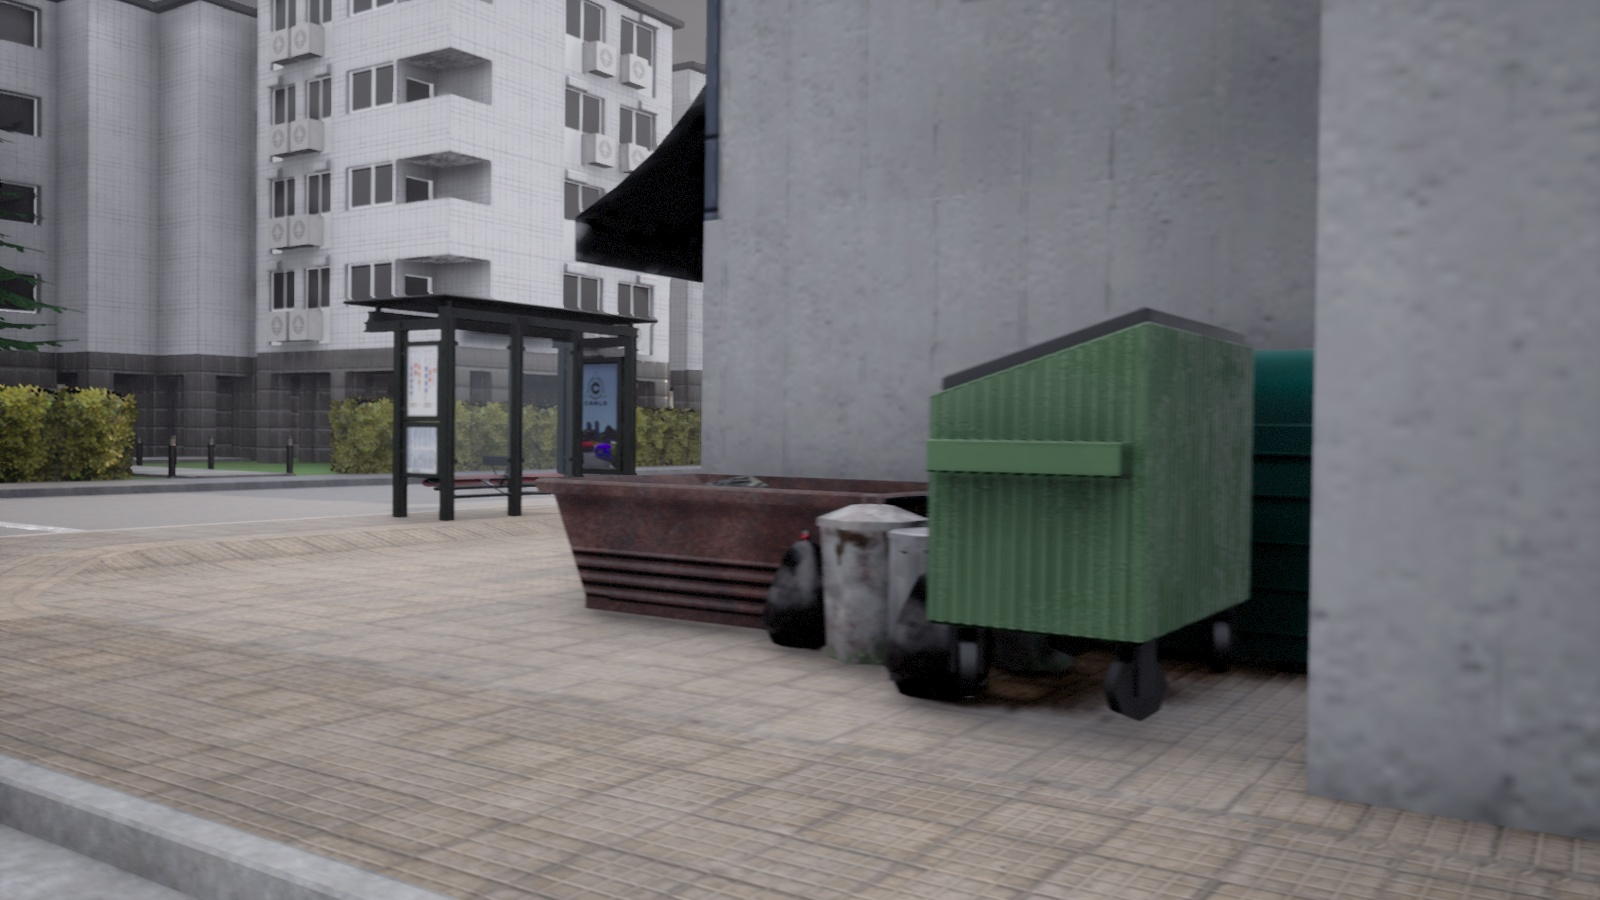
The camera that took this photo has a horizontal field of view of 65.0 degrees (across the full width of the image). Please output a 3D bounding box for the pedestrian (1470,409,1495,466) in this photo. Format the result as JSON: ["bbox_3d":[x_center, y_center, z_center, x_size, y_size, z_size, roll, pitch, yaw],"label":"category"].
[{"bbox_3d":[23.052,-0.419,42.413,0.692,1.930,0.395,0,1,36],"label":"pedestrian"}]
